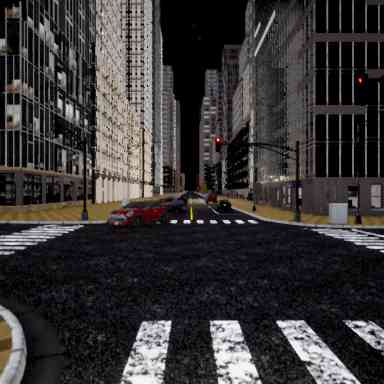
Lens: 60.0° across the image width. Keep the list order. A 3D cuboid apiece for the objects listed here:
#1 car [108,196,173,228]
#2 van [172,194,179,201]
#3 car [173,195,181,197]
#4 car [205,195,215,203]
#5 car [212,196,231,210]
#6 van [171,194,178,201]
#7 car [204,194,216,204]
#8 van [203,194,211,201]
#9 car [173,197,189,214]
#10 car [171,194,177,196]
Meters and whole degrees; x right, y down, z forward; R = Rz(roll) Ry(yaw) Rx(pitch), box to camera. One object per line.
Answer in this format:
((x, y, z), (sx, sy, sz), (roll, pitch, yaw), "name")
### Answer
((-3.601, 1.364, 22.668), (2.097, 1.767, 4.553), (0, 0, 29), "car")
((-4.239, 1.304, 85.971), (1.690, 1.788, 3.998), (0, 0, 0), "van")
((-1.590, 1.530, 47.971), (1.812, 1.442, 4.674), (0, 0, 0), "car")
((3.720, 1.423, 69.427), (1.967, 1.590, 4.097), (0, 0, 0), "car")
((3.902, 1.574, 41.790), (1.947, 1.339, 4.313), (0, 0, 0), "car")
((-4.213, 1.311, 80.444), (1.690, 1.788, 3.998), (0, 0, 0), "van")
((3.747, 1.305, 63.899), (2.192, 1.841, 5.009), (0, 0, 0), "car")
((3.667, 1.311, 80.482), (1.690, 1.788, 3.998), (0, 0, 0), "van")
((-1.536, 1.559, 36.248), (2.033, 1.411, 5.357), (0, 0, 0), "car")
((-4.133, 1.556, 63.861), (1.947, 1.339, 4.313), (0, 0, 0), "car")
